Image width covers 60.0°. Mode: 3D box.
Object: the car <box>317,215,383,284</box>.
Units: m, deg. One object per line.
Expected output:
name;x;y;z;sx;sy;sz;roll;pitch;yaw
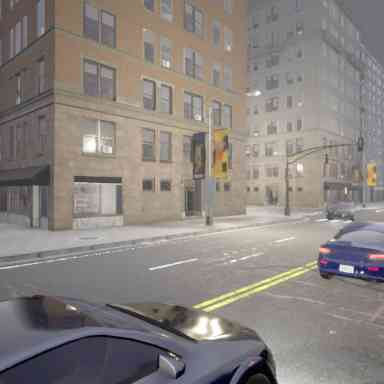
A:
car;4.977;1.527;9.007;1.812;1.442;4.674;0;0;43

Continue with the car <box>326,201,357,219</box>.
car;12.070;1.504;27.080;1.837;1.490;4.892;3;1;19

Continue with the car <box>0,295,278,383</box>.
car;-1.046;1.564;2.565;1.994;1.385;4.181;0;0;43
